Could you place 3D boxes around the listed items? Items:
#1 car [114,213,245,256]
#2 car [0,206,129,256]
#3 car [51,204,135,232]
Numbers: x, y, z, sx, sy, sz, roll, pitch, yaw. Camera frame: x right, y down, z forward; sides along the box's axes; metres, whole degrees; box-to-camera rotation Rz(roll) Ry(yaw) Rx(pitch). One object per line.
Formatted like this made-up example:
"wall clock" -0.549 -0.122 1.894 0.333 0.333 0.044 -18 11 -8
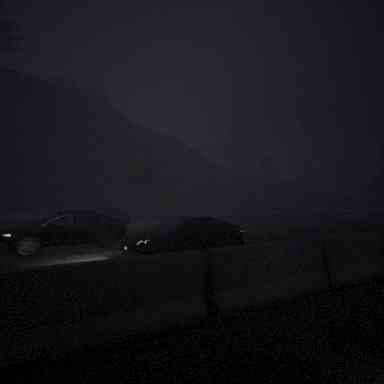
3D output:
"car" -0.180 1.565 12.083 4.674 1.442 1.812 1 0 -32
"car" -4.979 1.493 13.113 4.902 1.511 2.128 1 0 -34
"car" -6.131 1.545 20.728 4.674 1.442 1.812 1 0 -32
